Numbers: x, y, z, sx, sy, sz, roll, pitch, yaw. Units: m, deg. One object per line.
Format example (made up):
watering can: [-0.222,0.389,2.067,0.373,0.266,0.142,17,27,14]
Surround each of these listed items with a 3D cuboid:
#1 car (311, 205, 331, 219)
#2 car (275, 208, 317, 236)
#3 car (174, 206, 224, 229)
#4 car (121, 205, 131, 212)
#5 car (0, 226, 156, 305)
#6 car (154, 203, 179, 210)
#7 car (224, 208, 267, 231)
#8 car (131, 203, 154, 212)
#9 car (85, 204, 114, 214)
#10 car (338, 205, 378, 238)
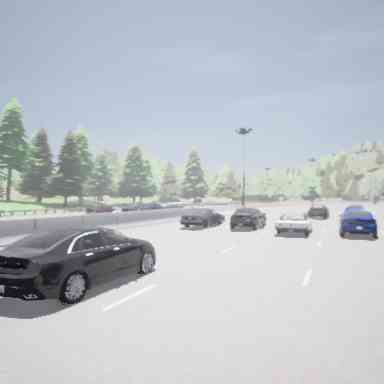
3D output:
car: [13.790,2.097,35.997,2.128,1.511,4.902,0,-1,28]
car: [6.580,1.954,21.046,1.895,1.301,4.718,0,-1,24]
car: [0.917,1.964,25.552,2.033,1.411,5.357,0,-1,24]
car: [-7.789,2.313,47.981,2.033,1.411,5.357,0,-1,28]
car: [-2.703,1.642,8.595,1.837,1.490,4.892,0,-1,24]
car: [-2.612,2.255,42.787,1.994,1.385,4.181,0,-1,28]
car: [4.188,1.908,24.280,1.837,1.490,4.892,0,-1,24]
car: [-5.596,2.221,44.640,1.837,1.490,4.892,0,-1,28]
car: [-12.748,2.291,46.029,1.994,1.385,4.181,0,-1,27]
car: [10.033,1.822,20.197,1.882,1.535,5.008,0,-1,24]
